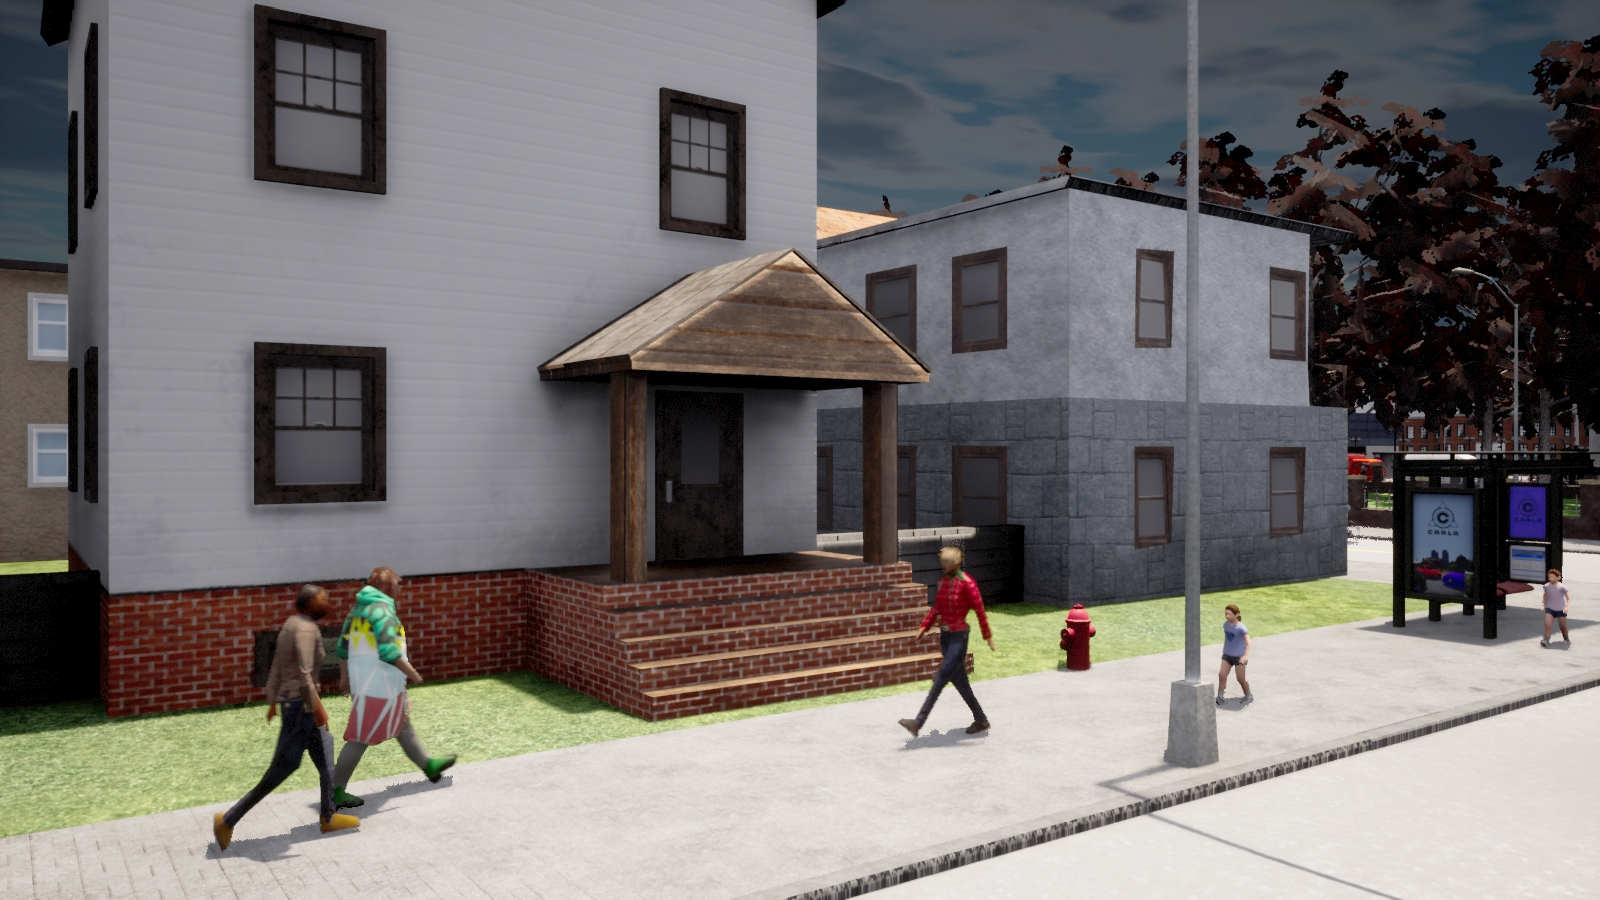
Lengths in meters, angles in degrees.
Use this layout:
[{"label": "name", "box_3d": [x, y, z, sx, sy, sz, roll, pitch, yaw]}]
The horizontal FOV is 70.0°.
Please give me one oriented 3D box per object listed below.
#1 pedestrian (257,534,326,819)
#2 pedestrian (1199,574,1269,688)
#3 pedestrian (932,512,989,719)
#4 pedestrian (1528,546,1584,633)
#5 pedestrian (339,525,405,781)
[{"label": "pedestrian", "box_3d": [-3.497, 1.525, 7.855, 0.375, 1.860, 0.375, 0, 0, -33]}, {"label": "pedestrian", "box_3d": [4.594, 1.897, 12.098, 0.500, 1.100, 0.500, 0, 0, -34]}, {"label": "pedestrian", "box_3d": [1.499, 1.523, 10.673, 0.375, 1.860, 0.375, 0, 0, -32]}, {"label": "pedestrian", "box_3d": [10.332, 1.896, 15.612, 0.500, 1.100, 0.500, 0, 0, -36]}, {"label": "pedestrian", "box_3d": [-3.272, 1.524, 8.737, 0.375, 1.860, 0.375, 0, 0, -38]}]
